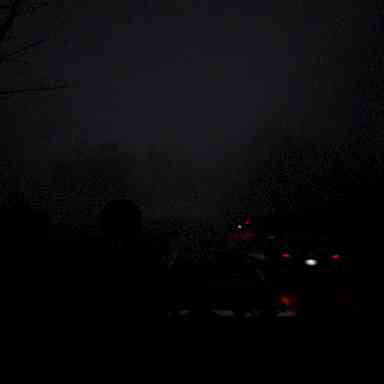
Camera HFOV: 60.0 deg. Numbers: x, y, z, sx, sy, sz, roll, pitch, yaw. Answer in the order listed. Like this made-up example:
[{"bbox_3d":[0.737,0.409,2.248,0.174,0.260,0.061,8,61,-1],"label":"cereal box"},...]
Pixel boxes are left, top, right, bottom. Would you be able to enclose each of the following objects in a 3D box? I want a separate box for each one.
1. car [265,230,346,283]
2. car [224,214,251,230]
[{"bbox_3d":[3.579,1.967,11.052,1.994,1.385,4.181,0,-2,9],"label":"car"},{"bbox_3d":[3.988,2.665,29.836,1.895,1.301,4.718,0,-2,1],"label":"car"}]
